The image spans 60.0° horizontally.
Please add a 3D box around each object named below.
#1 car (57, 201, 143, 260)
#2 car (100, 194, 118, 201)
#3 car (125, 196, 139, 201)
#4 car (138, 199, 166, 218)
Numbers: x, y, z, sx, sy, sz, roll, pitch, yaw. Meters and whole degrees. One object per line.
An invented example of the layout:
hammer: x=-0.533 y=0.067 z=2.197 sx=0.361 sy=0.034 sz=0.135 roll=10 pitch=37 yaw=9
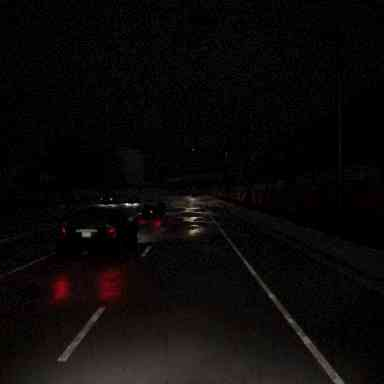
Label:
car: x=-3.411 y=1.396 z=12.883 sx=2.097 sy=1.767 sz=4.553 roll=0 pitch=0 yaw=0
car: x=-14.079 y=1.167 z=56.544 sx=2.097 sy=1.767 sz=4.553 roll=0 pitch=0 yaw=0
car: x=-10.567 y=1.365 z=59.117 sx=1.994 sy=1.385 sz=4.181 roll=0 pitch=0 yaw=1
car: x=-3.415 y=1.487 z=30.169 sx=1.812 sy=1.442 sz=4.674 roll=0 pitch=0 yaw=0
